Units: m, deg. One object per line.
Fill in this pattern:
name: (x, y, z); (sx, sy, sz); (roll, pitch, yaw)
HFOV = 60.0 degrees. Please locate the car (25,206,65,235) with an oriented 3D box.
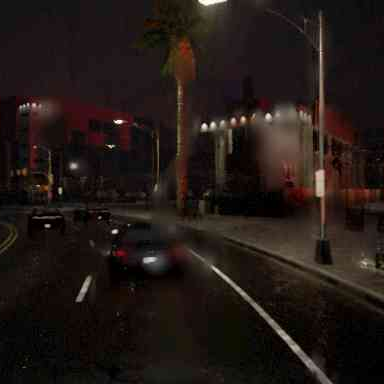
car: (-8.554, 1.542, 19.397); (2.128, 1.511, 4.902); (0, 0, -26)

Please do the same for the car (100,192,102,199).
car: (-17.191, 1.362, 58.935); (4.553, 1.767, 2.185); (0, 0, 36)

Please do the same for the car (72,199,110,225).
car: (-7.463, 1.537, 24.411); (2.128, 1.511, 4.902); (0, 0, -31)

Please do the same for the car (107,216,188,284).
car: (-1.388, 1.574, 9.774); (1.994, 1.385, 4.181); (0, 0, -12)

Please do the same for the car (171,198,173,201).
car: (-6.573, 1.633, 73.595); (4.718, 1.301, 1.895); (0, 0, 36)
